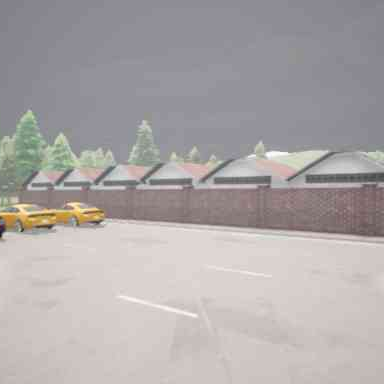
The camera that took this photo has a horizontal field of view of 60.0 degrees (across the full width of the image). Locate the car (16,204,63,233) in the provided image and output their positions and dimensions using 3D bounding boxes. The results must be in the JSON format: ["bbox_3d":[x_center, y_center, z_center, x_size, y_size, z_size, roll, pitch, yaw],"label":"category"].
[{"bbox_3d":[-10.103,1.484,19.738,5.008,1.535,1.882,0,0,35],"label":"car"}]

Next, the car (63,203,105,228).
[{"bbox_3d":[-8.085,1.483,22.598,5.008,1.535,1.882,0,0,35],"label":"car"}]

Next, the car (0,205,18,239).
[{"bbox_3d":[-10.811,1.497,15.955,4.902,1.511,2.128,0,0,35],"label":"car"}]
